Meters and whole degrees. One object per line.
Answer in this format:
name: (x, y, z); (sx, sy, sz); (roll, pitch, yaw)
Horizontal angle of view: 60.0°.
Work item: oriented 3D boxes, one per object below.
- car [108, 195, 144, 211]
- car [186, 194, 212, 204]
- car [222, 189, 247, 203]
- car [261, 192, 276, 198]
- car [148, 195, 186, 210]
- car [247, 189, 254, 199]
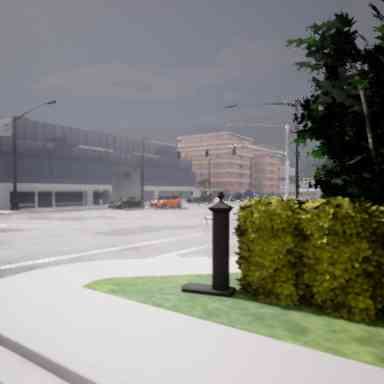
car: (-7.903, 1.229, 39.995); (2.097, 1.767, 4.553); (0, 1, 35)
car: (1.142, 1.091, 52.870); (2.033, 1.411, 5.357); (0, 2, 35)
car: (6.625, 0.766, 54.569); (2.097, 1.767, 4.553); (0, 2, 35)
car: (15.520, 0.701, 67.110); (1.994, 1.385, 4.181); (0, 0, 35)
car: (-3.236, 1.178, 40.548); (2.097, 1.767, 4.553); (0, 1, 35)
car: (10.247, 0.403, 65.710); (2.150, 2.045, 5.566); (0, 1, 35)
